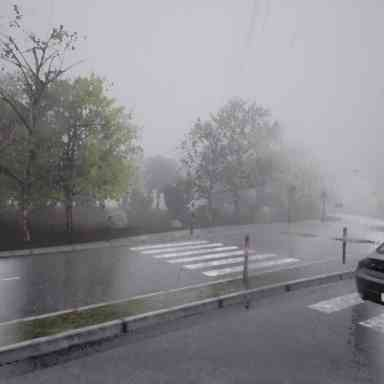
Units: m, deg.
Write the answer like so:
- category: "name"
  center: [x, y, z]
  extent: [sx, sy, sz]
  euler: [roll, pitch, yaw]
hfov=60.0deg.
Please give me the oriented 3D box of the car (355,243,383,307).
- category: "car"
  center: [5.358, 1.525, 6.685]
  extent: [4.892, 1.490, 1.837]
  euler: [0, -1, -30]
